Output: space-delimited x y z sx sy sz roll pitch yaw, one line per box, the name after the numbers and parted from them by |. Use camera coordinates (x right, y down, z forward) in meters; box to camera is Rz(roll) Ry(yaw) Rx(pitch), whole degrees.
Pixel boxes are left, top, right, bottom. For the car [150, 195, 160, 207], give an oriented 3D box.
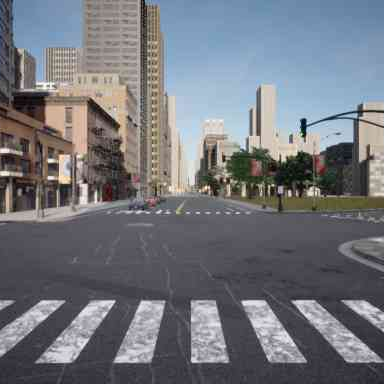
-6.616 1.294 50.596 2.097 1.767 4.553 0 0 0 | car

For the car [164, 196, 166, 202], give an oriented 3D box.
-6.520 1.501 69.779 1.895 1.301 4.718 0 0 0 | car

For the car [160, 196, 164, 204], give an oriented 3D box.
-6.599 1.491 59.647 1.994 1.385 4.181 0 0 0 | car

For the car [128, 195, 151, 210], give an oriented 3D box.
-6.637 1.483 41.544 1.812 1.442 4.674 0 0 0 | car
